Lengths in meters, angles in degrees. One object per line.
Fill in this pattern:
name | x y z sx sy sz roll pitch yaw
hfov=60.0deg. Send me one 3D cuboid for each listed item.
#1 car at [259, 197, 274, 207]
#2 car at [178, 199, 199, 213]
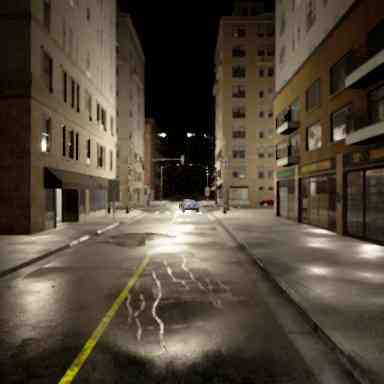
car | 12.144 1.436 49.111 4.507 1.381 1.887 -1 0 0
car | -0.437 1.546 37.679 2.033 1.411 5.357 0 0 -9
